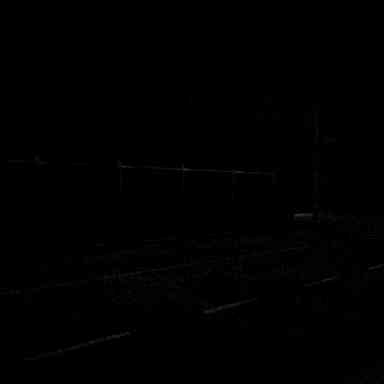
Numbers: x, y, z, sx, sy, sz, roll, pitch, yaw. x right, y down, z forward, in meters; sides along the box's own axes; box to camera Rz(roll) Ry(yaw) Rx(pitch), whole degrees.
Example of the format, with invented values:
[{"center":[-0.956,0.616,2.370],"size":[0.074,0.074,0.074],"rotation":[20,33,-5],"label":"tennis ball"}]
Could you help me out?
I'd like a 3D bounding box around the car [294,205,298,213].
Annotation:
[{"center":[9.349,1.576,36.383],"size":[1.812,1.442,4.674],"rotation":[0,0,-36],"label":"car"}]
